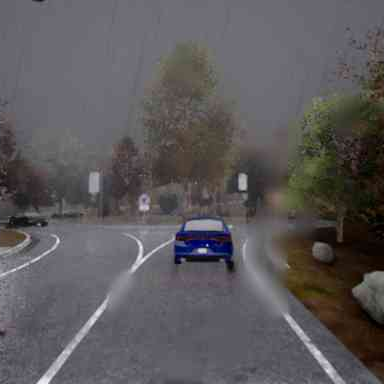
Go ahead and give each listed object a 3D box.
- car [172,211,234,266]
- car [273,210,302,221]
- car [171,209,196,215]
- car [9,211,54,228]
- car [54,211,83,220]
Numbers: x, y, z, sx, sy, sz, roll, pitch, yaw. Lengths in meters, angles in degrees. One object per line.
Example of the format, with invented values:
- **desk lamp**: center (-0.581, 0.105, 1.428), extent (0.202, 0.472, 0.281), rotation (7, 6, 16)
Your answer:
- **car**: center (0.487, 1.633, 12.168), extent (1.882, 1.535, 5.008), rotation (0, -2, 4)
- **car**: center (13.072, 3.199, 45.816), extent (2.033, 1.411, 5.357), rotation (1, -3, -13)
- **car**: center (-1.173, 3.667, 58.454), extent (4.892, 1.490, 1.837), rotation (1, -3, 11)
- **car**: center (-15.040, 2.493, 30.486), extent (5.357, 1.411, 2.033), rotation (-3, -4, 44)
- **car**: center (-18.380, 3.394, 48.939), extent (1.895, 1.301, 4.718), rotation (-1, -3, 26)
